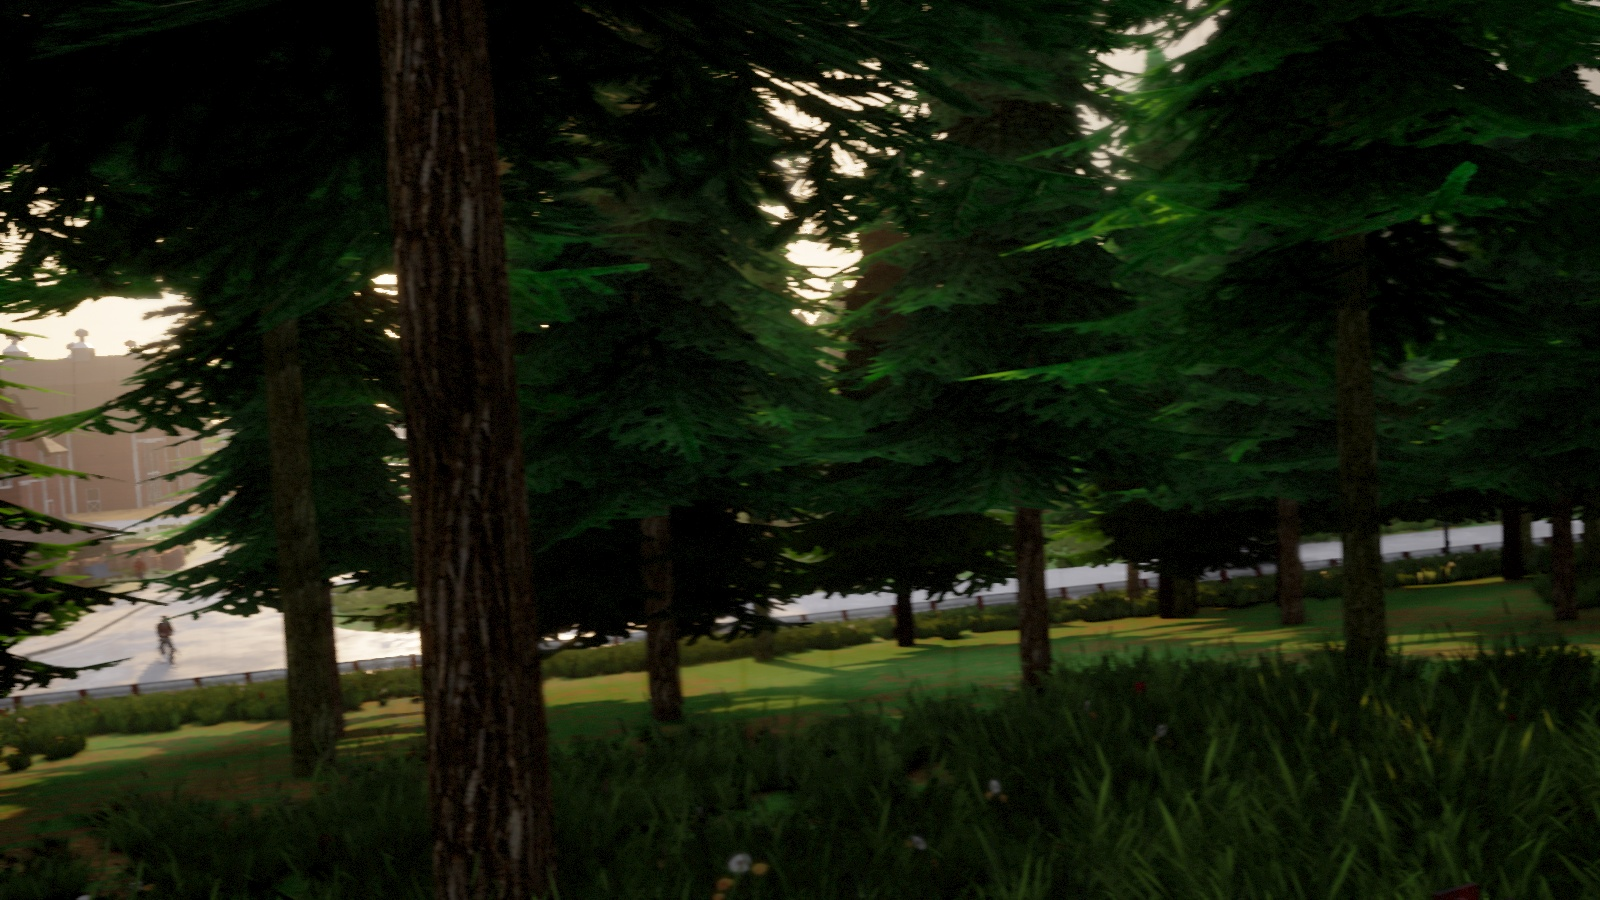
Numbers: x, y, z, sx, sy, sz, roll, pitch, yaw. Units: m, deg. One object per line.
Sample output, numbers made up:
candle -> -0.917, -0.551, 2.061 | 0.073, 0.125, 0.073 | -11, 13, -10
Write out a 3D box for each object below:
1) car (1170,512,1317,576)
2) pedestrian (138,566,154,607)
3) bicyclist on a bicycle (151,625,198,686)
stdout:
car -> 16.571, 3.483, 47.053 | 4.611, 1.667, 2.242 | -5, 3, -13
pedestrian -> -31.405, 6.562, 60.303 | 0.331, 1.846, 0.636 | -5, 3, -11
bicyclist on a bicycle -> -20.861, 6.834, 41.892 | 1.843, 1.776, 0.659 | -2, 2, 42
